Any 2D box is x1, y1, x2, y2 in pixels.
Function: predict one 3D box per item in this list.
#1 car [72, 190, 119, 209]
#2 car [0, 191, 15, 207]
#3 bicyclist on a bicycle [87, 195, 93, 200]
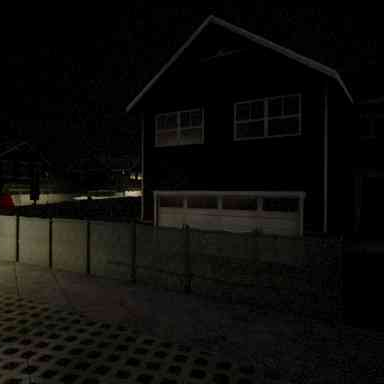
[{"bbox_3d":[-9.895,0.836,34.589,2.150,2.045,5.566,0,1,25],"label":"car"},{"bbox_3d":[-15.375,0.994,23.386,2.150,2.045,5.566,0,1,26],"label":"car"},{"bbox_3d":[-7.784,1.047,25.400,1.656,1.620,0.582,0,1,27],"label":"bicyclist on a bicycle"}]
